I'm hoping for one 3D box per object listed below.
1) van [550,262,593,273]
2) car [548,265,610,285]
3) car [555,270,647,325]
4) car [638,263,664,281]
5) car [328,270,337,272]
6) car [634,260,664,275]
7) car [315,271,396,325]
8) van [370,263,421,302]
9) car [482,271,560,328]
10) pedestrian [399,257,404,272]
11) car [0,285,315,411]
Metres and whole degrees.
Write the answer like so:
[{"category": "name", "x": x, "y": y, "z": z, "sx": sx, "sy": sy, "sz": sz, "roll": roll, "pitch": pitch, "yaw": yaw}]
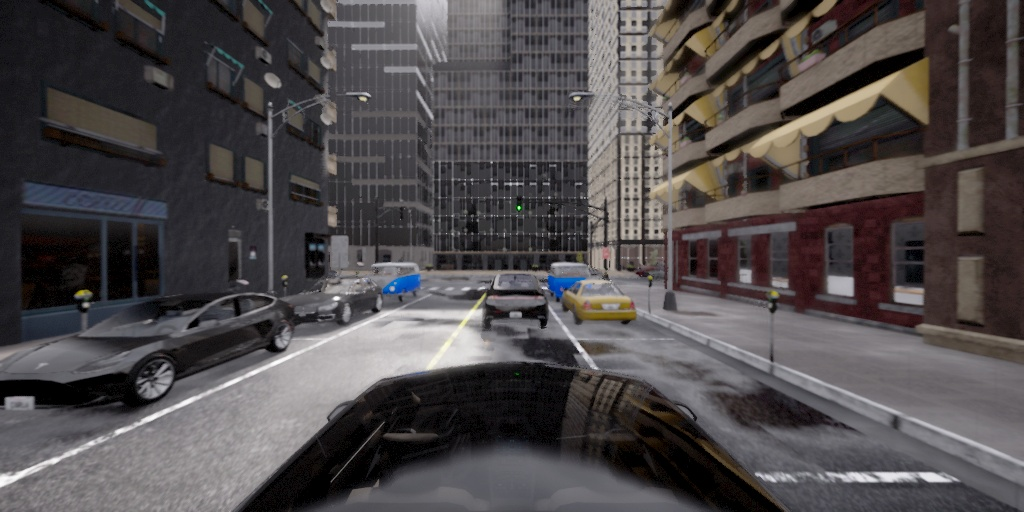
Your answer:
[{"category": "van", "x": 2.705, "y": 1.215, "z": 17.492, "sx": 1.690, "sy": 1.789, "sz": 3.998, "roll": 0, "pitch": 0, "yaw": 0}, {"category": "car", "x": 5.677, "y": 1.534, "z": 30.309, "sx": 4.902, "sy": 1.511, "sz": 2.128, "roll": 0, "pitch": -1, "yaw": -28}, {"category": "car", "x": 2.700, "y": 1.355, "z": 12.060, "sx": 1.751, "sy": 1.417, "sz": 4.829, "roll": 0, "pitch": 0, "yaw": 0}, {"category": "car", "x": 14.708, "y": 1.633, "z": 34.225, "sx": 4.181, "sy": 1.385, "sz": 1.994, "roll": 0, "pitch": 0, "yaw": 0}, {"category": "car", "x": -17.622, "y": 1.452, "z": 31.252, "sx": 4.674, "sy": 1.442, "sz": 1.812, "roll": 0, "pitch": 0, "yaw": 0}, {"category": "car", "x": 15.269, "y": 1.371, "z": 36.816, "sx": 5.009, "sy": 1.841, "sz": 2.192, "roll": 0, "pitch": 0, "yaw": 0}, {"category": "car", "x": -5.682, "y": 1.381, "z": 11.928, "sx": 2.007, "sy": 1.370, "sz": 4.403, "roll": 0, "pitch": 0, "yaw": 0}, {"category": "van", "x": -5.676, "y": 1.215, "z": 17.529, "sx": 1.690, "sy": 1.789, "sz": 3.998, "roll": 0, "pitch": 0, "yaw": 0}, {"category": "car", "x": 0.104, "y": 1.320, "z": 11.687, "sx": 2.128, "sy": 1.511, "sz": 4.902, "roll": 0, "pitch": 0, "yaw": 0}, {"category": "pedestrian", "x": -12.354, "y": 0.945, "z": 39.948, "sx": 0.375, "sy": 1.860, "sz": 0.375, "roll": 0, "pitch": 0, "yaw": 0}, {"category": "car", "x": -5.687, "y": 1.352, "z": 6.325, "sx": 1.948, "sy": 1.339, "sz": 4.313, "roll": 0, "pitch": 0, "yaw": 0}]
